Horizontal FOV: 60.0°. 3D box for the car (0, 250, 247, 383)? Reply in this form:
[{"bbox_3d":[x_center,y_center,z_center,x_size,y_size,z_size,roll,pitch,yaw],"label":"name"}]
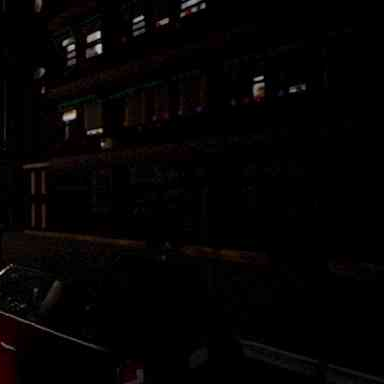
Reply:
[{"bbox_3d":[-1.522,1.440,3.975,4.097,1.590,1.967,0,-1,36],"label":"car"}]
